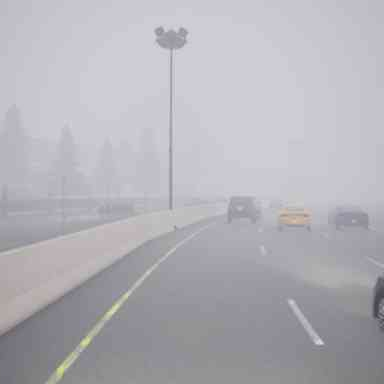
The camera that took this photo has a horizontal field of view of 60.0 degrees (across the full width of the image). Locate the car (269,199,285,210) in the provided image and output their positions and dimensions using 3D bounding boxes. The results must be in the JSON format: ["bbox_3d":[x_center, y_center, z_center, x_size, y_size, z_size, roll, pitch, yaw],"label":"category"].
[{"bbox_3d":[11.773,1.684,44.935,1.837,1.490,4.892,0,0,29],"label":"car"}]

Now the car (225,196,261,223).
[{"bbox_3d":[4.211,1.314,26.478,2.150,2.045,5.566,0,0,17],"label":"car"}]

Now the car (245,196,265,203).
[{"bbox_3d":[13.703,1.649,71.906,2.128,1.511,4.902,0,0,39],"label":"car"}]

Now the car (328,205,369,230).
[{"bbox_3d":[10.328,1.589,22.274,1.882,1.535,5.008,0,0,15],"label":"car"}]

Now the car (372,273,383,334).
[{"bbox_3d":[3.815,1.521,3.549,2.128,1.511,4.902,0,0,2],"label":"car"}]

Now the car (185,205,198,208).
[{"bbox_3d":[0.563,1.474,46.022,2.097,1.767,4.553,0,0,27],"label":"car"}]

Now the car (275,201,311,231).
[{"bbox_3d":[6.564,1.568,21.735,1.882,1.535,5.008,0,0,14],"label":"car"}]

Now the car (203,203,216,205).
[{"bbox_3d":[3.644,1.625,44.378,2.128,1.511,4.902,0,0,26],"label":"car"}]
